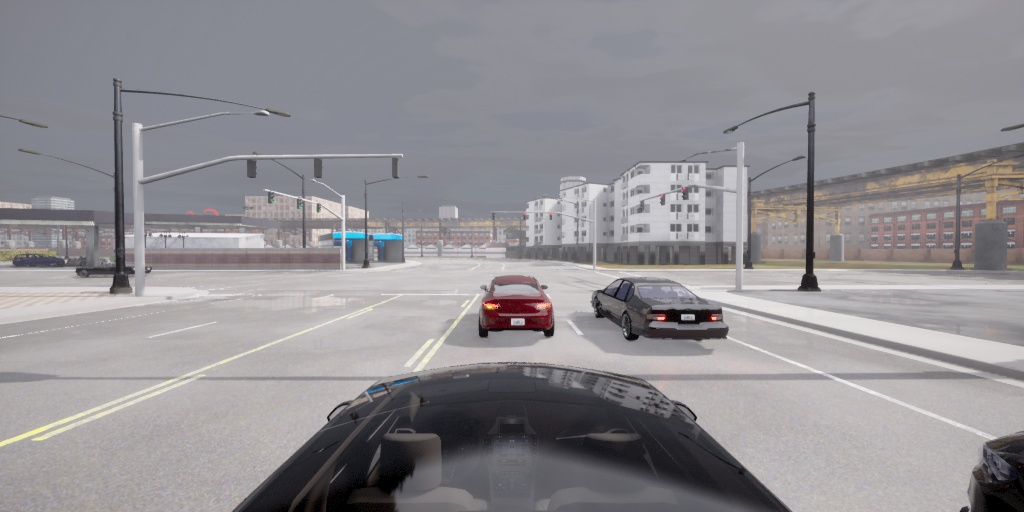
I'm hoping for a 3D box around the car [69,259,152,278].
[{"bbox_3d":[-33.641,1.134,30.298,4.718,1.301,1.895,0,1,-1],"label":"car"}]

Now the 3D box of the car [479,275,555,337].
[{"bbox_3d":[0.071,1.256,10.102,1.812,1.442,4.674,0,0,-1],"label":"car"}]

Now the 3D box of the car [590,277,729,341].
[{"bbox_3d":[3.582,1.282,9.817,2.033,1.411,5.357,0,0,0],"label":"car"}]
